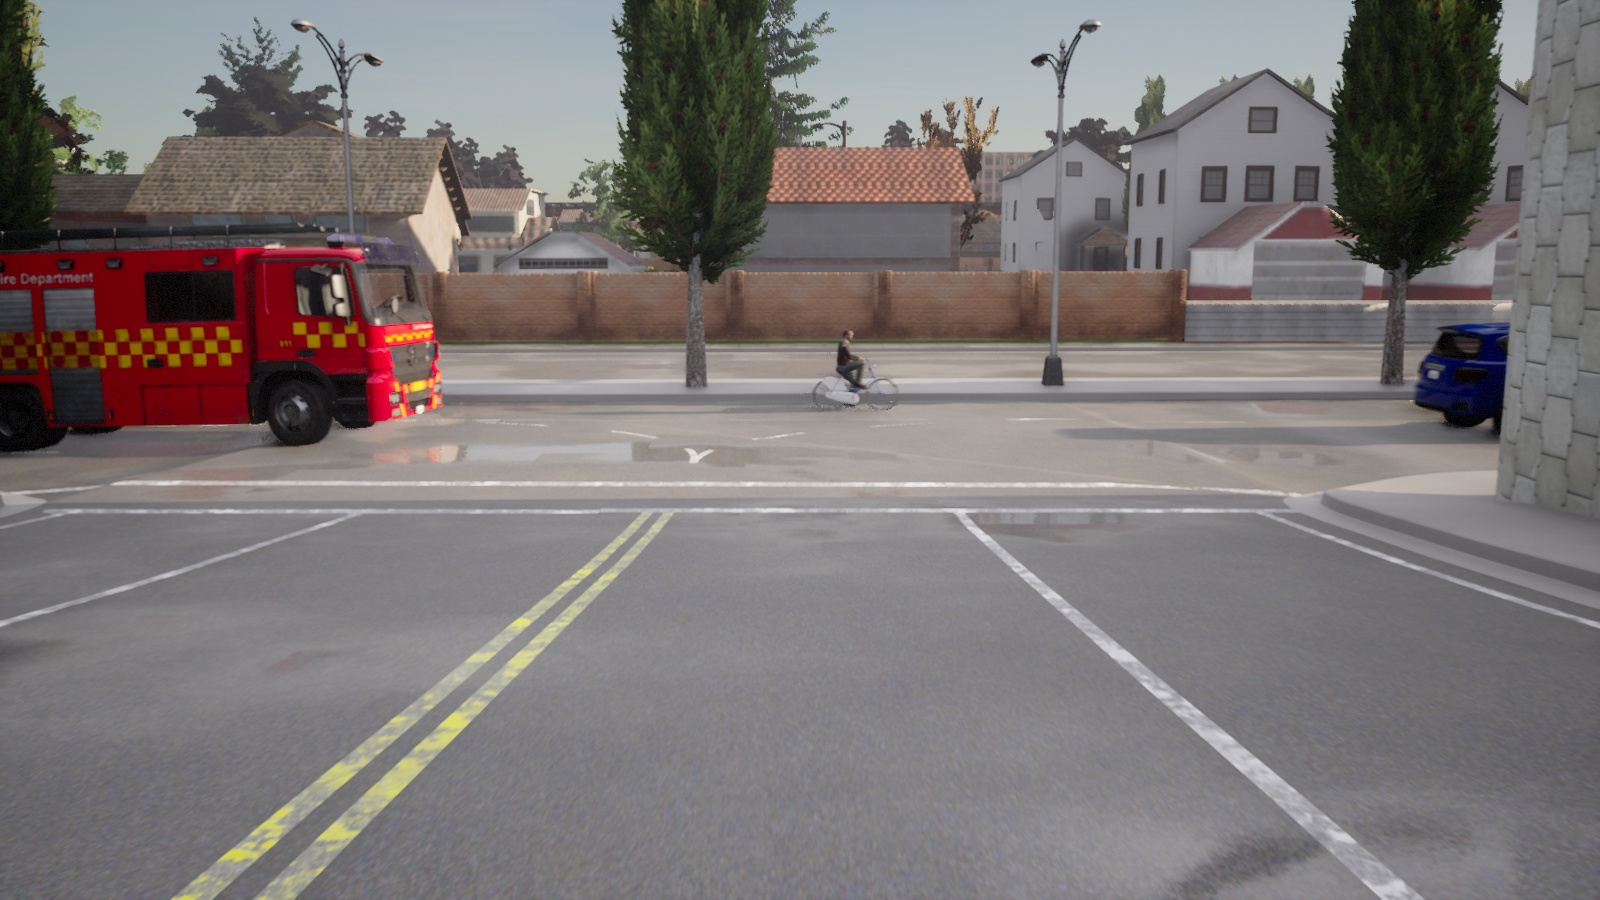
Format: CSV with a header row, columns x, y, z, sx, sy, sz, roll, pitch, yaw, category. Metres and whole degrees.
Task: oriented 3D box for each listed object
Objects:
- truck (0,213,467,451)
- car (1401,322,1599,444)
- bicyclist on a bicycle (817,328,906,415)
x,y,z,sx,sy,sz,roll,pitch,yaw,category
-10.689,-2.112,22.489,8.468,3.827,2.891,-1,8,4,truck
14.546,-1.286,23.365,5.566,2.045,2.150,0,9,-1,car
1.285,-1.667,26.610,1.843,1.776,0.659,0,9,-1,bicyclist on a bicycle
